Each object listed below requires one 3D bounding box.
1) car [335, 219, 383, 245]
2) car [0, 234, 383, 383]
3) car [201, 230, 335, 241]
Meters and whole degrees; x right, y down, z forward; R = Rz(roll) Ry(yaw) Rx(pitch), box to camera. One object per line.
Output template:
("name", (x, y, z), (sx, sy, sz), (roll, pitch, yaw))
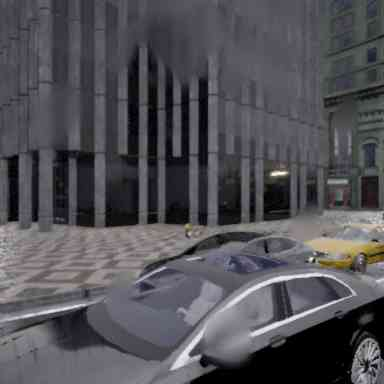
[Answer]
("car", (5.234, 1.562, 10.384), (4.829, 1.417, 1.752), (0, 0, -36))
("car", (0.254, 1.500, 3.550), (4.902, 1.511, 2.128), (0, 0, -35))
("car", (0.965, 1.584, 7.339), (4.313, 1.339, 1.947), (0, 0, -36))
